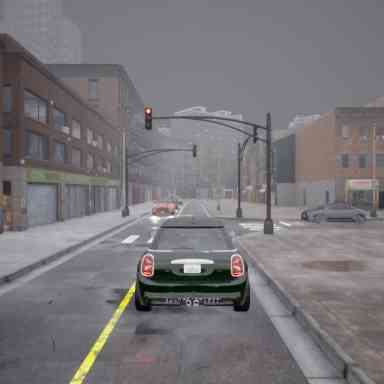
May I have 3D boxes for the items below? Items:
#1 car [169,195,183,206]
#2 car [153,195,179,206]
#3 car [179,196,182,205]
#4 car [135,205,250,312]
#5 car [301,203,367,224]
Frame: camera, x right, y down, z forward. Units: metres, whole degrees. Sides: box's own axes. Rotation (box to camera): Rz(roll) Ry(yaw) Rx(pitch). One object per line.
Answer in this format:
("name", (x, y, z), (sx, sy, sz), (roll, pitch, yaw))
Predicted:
("car", (-2.736, 1.384, 57.333), (2.097, 1.767, 4.553), (0, 0, 0))
("car", (-2.791, 1.359, 33.887), (2.097, 1.767, 4.553), (0, 0, 0))
("car", (-2.772, 1.563, 44.222), (2.033, 1.411, 5.357), (0, 0, 0))
("car", (0.022, 1.352, 7.894), (2.097, 1.767, 4.553), (0, 0, 0))
("car", (9.876, 1.501, 23.294), (4.181, 1.385, 1.994), (0, 0, 2))
